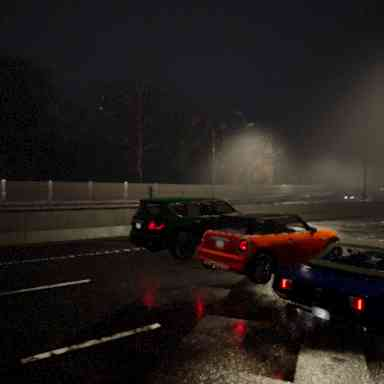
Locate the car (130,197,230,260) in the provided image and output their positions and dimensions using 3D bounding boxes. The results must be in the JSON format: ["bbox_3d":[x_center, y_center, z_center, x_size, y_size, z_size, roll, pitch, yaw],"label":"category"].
[{"bbox_3d":[0.404,1.222,12.635,5.566,2.045,2.150,0,0,-35],"label":"car"}]

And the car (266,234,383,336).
[{"bbox_3d":[3.822,1.601,6.475,4.718,1.301,1.895,0,0,-35],"label":"car"}]

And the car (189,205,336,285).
[{"bbox_3d":[2.447,1.353,9.791,4.553,1.767,2.097,0,0,-35],"label":"car"}]
